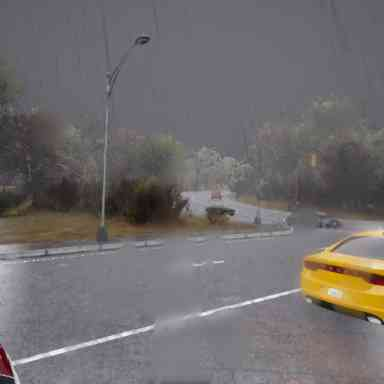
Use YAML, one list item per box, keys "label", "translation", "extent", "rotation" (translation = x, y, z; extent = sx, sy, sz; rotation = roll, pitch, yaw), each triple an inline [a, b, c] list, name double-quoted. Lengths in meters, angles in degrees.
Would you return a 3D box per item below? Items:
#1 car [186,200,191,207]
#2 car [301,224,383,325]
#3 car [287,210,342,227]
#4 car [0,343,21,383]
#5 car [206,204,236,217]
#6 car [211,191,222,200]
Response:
- label: "car"
  translation: [-1.417, 1.598, 54.172]
  extent: [2.128, 1.511, 4.902]
  rotation: [2, 2, -13]
- label: "car"
  translation: [4.374, 1.543, 6.873]
  extent: [5.008, 1.535, 1.882]
  rotation: [1, -1, -35]
- label: "car"
  translation: [9.324, 2.096, 25.621]
  extent: [1.994, 1.385, 4.181]
  rotation: [3, -2, -27]
- label: "car"
  translation: [-3.217, 1.353, 1.456]
  extent: [4.553, 1.767, 2.097]
  rotation: [0, 0, -35]
- label: "car"
  translation: [3.323, 2.109, 38.742]
  extent: [1.895, 1.301, 4.718]
  rotation: [3, 0, -20]
- label: "car"
  translation: [5.747, 0.743, 78.981]
  extent: [2.150, 2.045, 5.566]
  rotation: [2, 2, -1]
